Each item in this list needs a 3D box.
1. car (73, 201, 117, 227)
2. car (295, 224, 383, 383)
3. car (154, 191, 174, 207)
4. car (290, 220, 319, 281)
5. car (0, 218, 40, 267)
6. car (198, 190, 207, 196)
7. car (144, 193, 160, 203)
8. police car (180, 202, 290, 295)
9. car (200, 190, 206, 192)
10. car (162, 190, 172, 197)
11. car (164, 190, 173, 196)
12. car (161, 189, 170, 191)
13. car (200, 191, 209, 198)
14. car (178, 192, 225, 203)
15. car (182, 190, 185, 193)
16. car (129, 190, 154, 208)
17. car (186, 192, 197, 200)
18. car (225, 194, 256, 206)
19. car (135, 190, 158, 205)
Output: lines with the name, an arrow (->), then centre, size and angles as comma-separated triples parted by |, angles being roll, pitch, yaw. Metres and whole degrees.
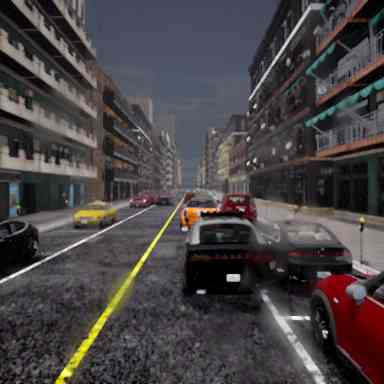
car -> -5.722, 1.220, 20.041 | 1.752, 1.417, 4.829 | 0, 1, 0
car -> 2.688, 1.388, 3.314 | 1.967, 1.590, 4.097 | 0, 1, 0
car -> -3.160, 0.964, 39.259 | 1.994, 1.385, 4.181 | 0, 1, 0
car -> 2.678, 1.414, 8.951 | 2.008, 1.369, 4.403 | 0, 1, 0
car -> -5.703, 1.429, 8.940 | 1.947, 1.339, 4.313 | 0, 1, 0
car -> 2.553, 0.282, 82.216 | 1.887, 1.381, 4.507 | 0, 1, 0
car -> -5.771, 0.842, 48.392 | 1.802, 1.307, 4.206 | 0, 1, 0
police car -> 0.749, 1.293, 8.559 | 1.930, 1.638, 5.238 | 0, 1, 0
car -> 0.815, 0.982, 24.416 | 2.097, 1.767, 4.553 | 0, 1, 0
car -> -5.818, 0.265, 76.567 | 1.967, 1.590, 4.097 | 0, 1, 0
car -> -5.827, 0.282, 82.206 | 1.887, 1.381, 4.507 | 0, 1, 0
car -> -5.807, 0.227, 70.931 | 2.192, 1.841, 5.009 | 0, 1, 0
car -> 2.572, 0.435, 71.114 | 1.752, 1.417, 4.829 | 0, 1, 0
car -> 0.586, 1.074, 18.477 | 2.097, 1.767, 4.553 | 0, 1, 4
car -> -0.062, 0.781, 45.619 | 1.882, 1.535, 5.008 | 0, 1, 0
car -> -5.751, 0.873, 37.118 | 1.967, 1.590, 4.097 | 0, 1, 0
car -> -0.100, 0.698, 59.020 | 1.895, 1.301, 4.718 | 0, 1, 0
car -> 2.660, 1.007, 20.219 | 2.192, 1.841, 5.009 | 0, 1, 0
car -> -5.759, 0.662, 42.752 | 2.192, 1.841, 5.009 | 0, 1, 0
